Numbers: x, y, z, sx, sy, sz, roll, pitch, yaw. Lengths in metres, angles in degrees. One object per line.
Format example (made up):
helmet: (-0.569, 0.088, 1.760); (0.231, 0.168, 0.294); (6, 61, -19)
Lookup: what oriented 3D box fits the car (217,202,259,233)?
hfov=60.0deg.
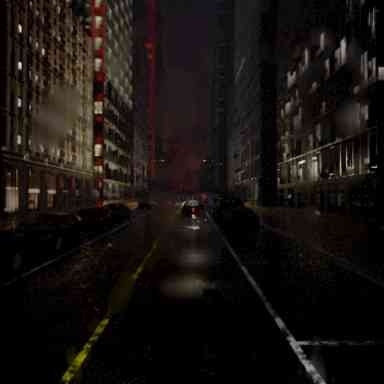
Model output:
car: (2.705, 1.500, 19.170); (1.887, 1.381, 4.507); (1, 0, 0)

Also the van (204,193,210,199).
van: (2.711, 1.245, 41.478); (1.690, 1.788, 3.998); (1, 0, 0)

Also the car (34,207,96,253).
car: (-5.676, 1.519, 13.514); (2.008, 1.369, 4.403); (1, 0, 0)

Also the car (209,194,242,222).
car: (2.710, 1.257, 24.747); (2.192, 1.841, 5.009); (1, 0, 0)

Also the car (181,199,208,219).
car: (0.102, 1.536, 27.682); (1.895, 1.301, 4.718); (0, 0, 0)

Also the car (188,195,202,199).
car: (0.102, 1.423, 44.342); (1.812, 1.442, 4.674); (0, 0, 0)

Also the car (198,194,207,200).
car: (2.711, 1.247, 86.096); (1.967, 1.590, 4.097); (1, 0, 0)

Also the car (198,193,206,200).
car: (2.712, 1.235, 91.673); (1.967, 1.590, 4.097); (1, 0, 0)

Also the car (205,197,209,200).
car: (2.706, 1.498, 35.902); (1.802, 1.307, 4.206); (1, 0, 0)

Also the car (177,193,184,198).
car: (-2.995, 0.916, 78.249); (1.882, 1.535, 5.008); (0, 0, 0)

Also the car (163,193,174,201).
car: (-5.667, 1.134, 80.415); (2.192, 1.841, 5.009); (1, 0, 0)

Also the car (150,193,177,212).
car: (-3.090, 1.265, 37.188); (2.097, 1.767, 4.553); (0, 0, 0)

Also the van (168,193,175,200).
van: (-5.675, 1.136, 91.566); (1.690, 1.788, 3.998); (1, 0, 0)

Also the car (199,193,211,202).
car: (2.713, 1.157, 69.364); (2.192, 1.841, 5.009); (1, 0, 0)

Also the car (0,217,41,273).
car: (-5.676, 1.526, 7.938); (1.887, 1.381, 4.507); (1, 0, 0)

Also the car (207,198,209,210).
car: (2.706, 1.495, 30.324); (1.947, 1.339, 4.313); (1, 0, 0)

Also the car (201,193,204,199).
car: (2.709, 1.319, 52.632); (1.967, 1.590, 4.097); (1, 0, 0)

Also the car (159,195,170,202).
car: (-5.673, 1.425, 69.265); (1.802, 1.307, 4.206); (1, 0, 0)

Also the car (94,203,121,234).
car: (-5.676, 1.521, 19.089); (1.947, 1.339, 4.313); (1, 0, 0)

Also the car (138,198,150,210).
car: (-5.674, 1.455, 41.389); (2.008, 1.369, 4.403); (1, 0, 0)

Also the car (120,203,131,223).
car: (-5.675, 1.487, 24.664); (1.887, 1.381, 4.507); (1, 0, 0)
